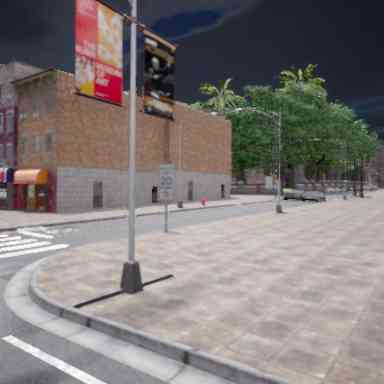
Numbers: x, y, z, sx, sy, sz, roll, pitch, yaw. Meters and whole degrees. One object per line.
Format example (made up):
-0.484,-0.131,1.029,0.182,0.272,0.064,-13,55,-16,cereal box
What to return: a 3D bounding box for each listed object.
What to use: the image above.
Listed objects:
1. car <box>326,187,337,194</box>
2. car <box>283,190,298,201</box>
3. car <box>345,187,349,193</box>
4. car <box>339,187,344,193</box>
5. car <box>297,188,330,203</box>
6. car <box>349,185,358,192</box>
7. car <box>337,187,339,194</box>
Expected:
26.766,-0.216,66.226,2.008,1.369,4.403,3,3,35,car
13.633,0.400,43.444,2.033,1.411,5.357,1,2,36,car
34.100,-0.473,76.450,1.947,1.339,4.313,3,3,35,car
30.934,-0.371,72.015,2.008,1.369,4.403,3,3,35,car
14.699,0.501,40.179,1.994,1.385,4.181,1,2,37,car
40.433,-0.682,85.320,1.802,1.307,4.206,2,3,35,car
27.893,-0.285,67.845,1.752,1.417,4.829,3,3,35,car
